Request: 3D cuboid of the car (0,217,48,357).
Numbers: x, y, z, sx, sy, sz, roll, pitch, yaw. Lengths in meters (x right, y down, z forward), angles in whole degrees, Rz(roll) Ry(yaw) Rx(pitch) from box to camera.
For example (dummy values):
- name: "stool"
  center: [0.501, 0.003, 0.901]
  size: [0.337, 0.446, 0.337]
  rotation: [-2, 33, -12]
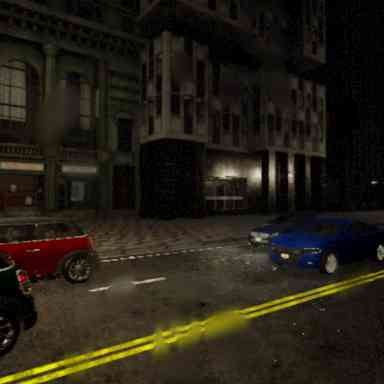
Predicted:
- name: "car"
  center: [-4.597, 1.387, 4.327]
  size: [4.553, 1.767, 2.097]
  rotation: [1, -1, -37]

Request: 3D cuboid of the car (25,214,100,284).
- name: "car"
  center: [-4.745, 1.434, 8.265]
  size: [4.553, 1.767, 2.097]
  rotation: [1, -1, -37]

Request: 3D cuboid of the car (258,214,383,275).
- name: "car"
  center: [4.728, 1.636, 11.238]
  size: [5.008, 1.535, 1.882]
  rotation: [1, -1, -37]

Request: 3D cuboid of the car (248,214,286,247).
- name: "car"
  center: [4.621, 1.732, 15.198]
  size: [4.674, 1.442, 1.812]
  rotation: [1, -1, -36]
